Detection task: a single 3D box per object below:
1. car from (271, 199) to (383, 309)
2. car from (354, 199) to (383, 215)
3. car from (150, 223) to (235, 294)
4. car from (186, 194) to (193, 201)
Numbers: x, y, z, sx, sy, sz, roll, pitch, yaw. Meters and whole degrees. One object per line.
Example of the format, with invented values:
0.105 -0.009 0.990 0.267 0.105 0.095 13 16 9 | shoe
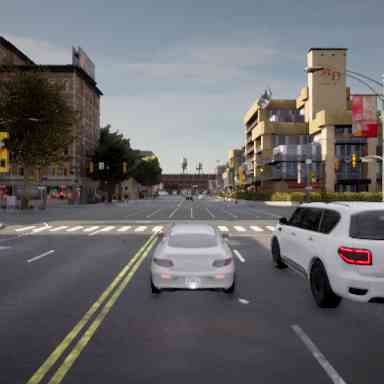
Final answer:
3.517 1.232 8.017 2.150 2.045 5.566 0 0 0 | car
19.650 1.519 34.218 5.008 1.535 1.882 0 0 0 | car
0.017 1.536 8.683 1.812 1.442 4.674 0 0 0 | car
-0.715 1.607 88.484 1.837 1.490 4.892 0 0 0 | car
